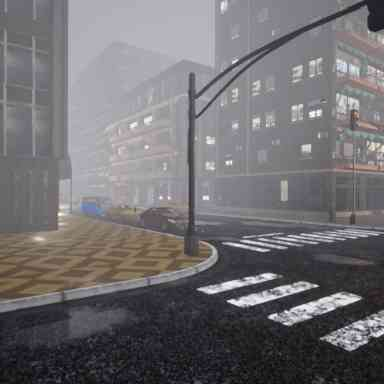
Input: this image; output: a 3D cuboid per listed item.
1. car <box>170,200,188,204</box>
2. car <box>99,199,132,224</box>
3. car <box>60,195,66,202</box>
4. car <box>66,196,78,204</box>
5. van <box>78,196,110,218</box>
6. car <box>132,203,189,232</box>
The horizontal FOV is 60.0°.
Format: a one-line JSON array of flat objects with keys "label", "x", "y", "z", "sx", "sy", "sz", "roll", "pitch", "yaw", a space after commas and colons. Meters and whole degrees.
[{"label": "car", "x": -1.572, "y": 1.487, "z": 34.051, "sx": 1.752, "sy": 1.417, "sz": 4.829, "roll": 0, "pitch": 0, "yaw": -36}, {"label": "car", "x": -4.883, "y": 1.458, "z": 24.289, "sx": 1.752, "sy": 1.417, "sz": 4.829, "roll": 0, "pitch": 0, "yaw": -36}, {"label": "car", "x": -27.877, "y": 1.360, "z": 70.733, "sx": 1.967, "sy": 1.590, "sz": 4.097, "roll": 0, "pitch": 0, "yaw": -36}, {"label": "car", "x": -21.375, "y": 1.447, "z": 61.667, "sx": 1.752, "sy": 1.417, "sz": 4.829, "roll": 0, "pitch": 0, "yaw": -36}, {"label": "van", "x": -8.282, "y": 1.265, "z": 29.030, "sx": 1.690, "sy": 1.788, "sz": 3.998, "roll": 0, "pitch": 0, "yaw": -36}, {"label": "car", "x": -1.683, "y": 1.525, "z": 19.825, "sx": 1.802, "sy": 1.307, "sz": 4.206, "roll": 0, "pitch": 0, "yaw": -36}]
